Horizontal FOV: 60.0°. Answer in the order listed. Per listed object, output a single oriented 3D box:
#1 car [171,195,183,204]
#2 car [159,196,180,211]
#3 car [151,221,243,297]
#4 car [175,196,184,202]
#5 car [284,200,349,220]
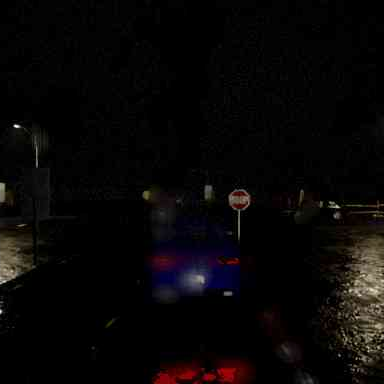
[{"bbox_3d":[-2.850,1.312,50.034,2.097,1.767,4.553,0,0,0],"label":"car"},{"bbox_3d":[-2.854,1.537,40.101,1.994,1.385,4.181,0,0,0],"label":"car"},{"bbox_3d":[0.086,1.475,8.627,1.882,1.535,5.008,0,0,0],"label":"car"},{"bbox_3d":[-2.778,1.510,73.636,1.895,1.301,4.718,0,0,0],"label":"car"},{"bbox_3d":[9.825,1.430,26.438,4.892,1.490,1.837,0,1,5],"label":"car"}]
